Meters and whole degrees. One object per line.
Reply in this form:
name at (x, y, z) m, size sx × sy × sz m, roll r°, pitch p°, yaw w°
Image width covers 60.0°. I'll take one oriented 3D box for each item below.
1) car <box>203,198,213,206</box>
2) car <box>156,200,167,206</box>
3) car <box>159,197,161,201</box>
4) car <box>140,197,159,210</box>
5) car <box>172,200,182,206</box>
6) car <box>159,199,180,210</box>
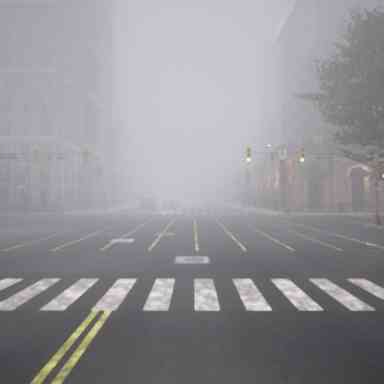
car at (3.645, 2.261, 76.751) m, size 2.097 × 1.767 × 4.553 m, roll 0°, pitch -1°, yaw 1°
car at (-6.876, 2.476, 74.663) m, size 1.895 × 1.301 × 4.718 m, roll 0°, pitch -1°, yaw 1°
car at (-7.010, 1.981, 64.381) m, size 2.150 × 2.045 × 5.566 m, roll 0°, pitch -1°, yaw 1°
car at (-7.111, 1.861, 54.217) m, size 2.150 × 2.045 × 5.566 m, roll 0°, pitch -1°, yaw 0°
car at (-3.381, 2.470, 74.214) m, size 1.895 × 1.301 × 4.718 m, roll 0°, pitch -1°, yaw 1°
car at (-3.608, 2.128, 53.938) m, size 2.128 × 1.511 × 4.902 m, roll 0°, pitch -1°, yaw 0°
